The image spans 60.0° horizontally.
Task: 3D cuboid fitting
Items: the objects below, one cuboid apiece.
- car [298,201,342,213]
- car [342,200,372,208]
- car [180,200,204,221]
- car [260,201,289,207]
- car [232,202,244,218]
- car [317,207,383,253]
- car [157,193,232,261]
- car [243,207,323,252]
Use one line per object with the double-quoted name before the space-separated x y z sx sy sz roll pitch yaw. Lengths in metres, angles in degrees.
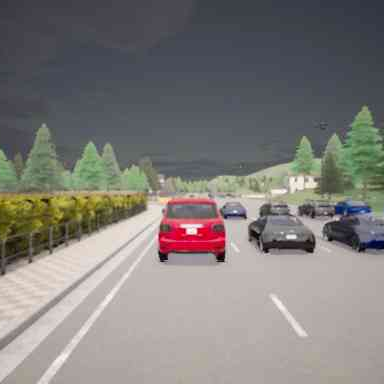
"car" 10.513 1.472 28.468 2.128 1.511 4.902 0 0 0
"car" 14.023 1.457 29.662 1.882 1.535 5.008 0 0 0
"car" 0.014 1.484 28.484 1.837 1.490 4.892 0 0 0
"car" 7.013 1.471 28.464 2.128 1.511 4.902 0 0 0
"car" 3.516 1.543 28.782 1.994 1.385 4.181 0 0 1
"car" 7.031 1.555 13.744 1.994 1.385 4.181 0 0 1
"car" 0.016 1.214 12.305 2.150 2.045 5.566 0 0 1
"car" 3.531 1.555 13.763 1.994 1.385 4.181 0 0 1
